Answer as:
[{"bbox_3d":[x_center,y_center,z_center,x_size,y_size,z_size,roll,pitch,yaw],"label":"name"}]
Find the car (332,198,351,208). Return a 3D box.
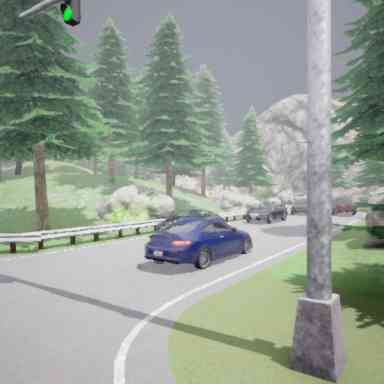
[{"bbox_3d":[15.337,1.336,33.388,2.097,1.767,4.553,0,0,28],"label":"car"}]

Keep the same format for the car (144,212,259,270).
[{"bbox_3d":[0.369,1.593,11.194,1.812,1.442,4.674,0,-1,35],"label":"car"}]

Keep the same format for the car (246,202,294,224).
[{"bbox_3d":[5.708,1.505,25.163,2.128,1.511,4.902,0,0,35],"label":"car"}]

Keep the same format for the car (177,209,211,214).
[{"bbox_3d":[0.038,1.577,16.992,1.994,1.385,4.181,0,0,35],"label":"car"}]

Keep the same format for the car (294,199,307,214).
[{"bbox_3d":[11.317,1.518,33.703,1.837,1.490,4.892,0,0,28],"label":"car"}]
